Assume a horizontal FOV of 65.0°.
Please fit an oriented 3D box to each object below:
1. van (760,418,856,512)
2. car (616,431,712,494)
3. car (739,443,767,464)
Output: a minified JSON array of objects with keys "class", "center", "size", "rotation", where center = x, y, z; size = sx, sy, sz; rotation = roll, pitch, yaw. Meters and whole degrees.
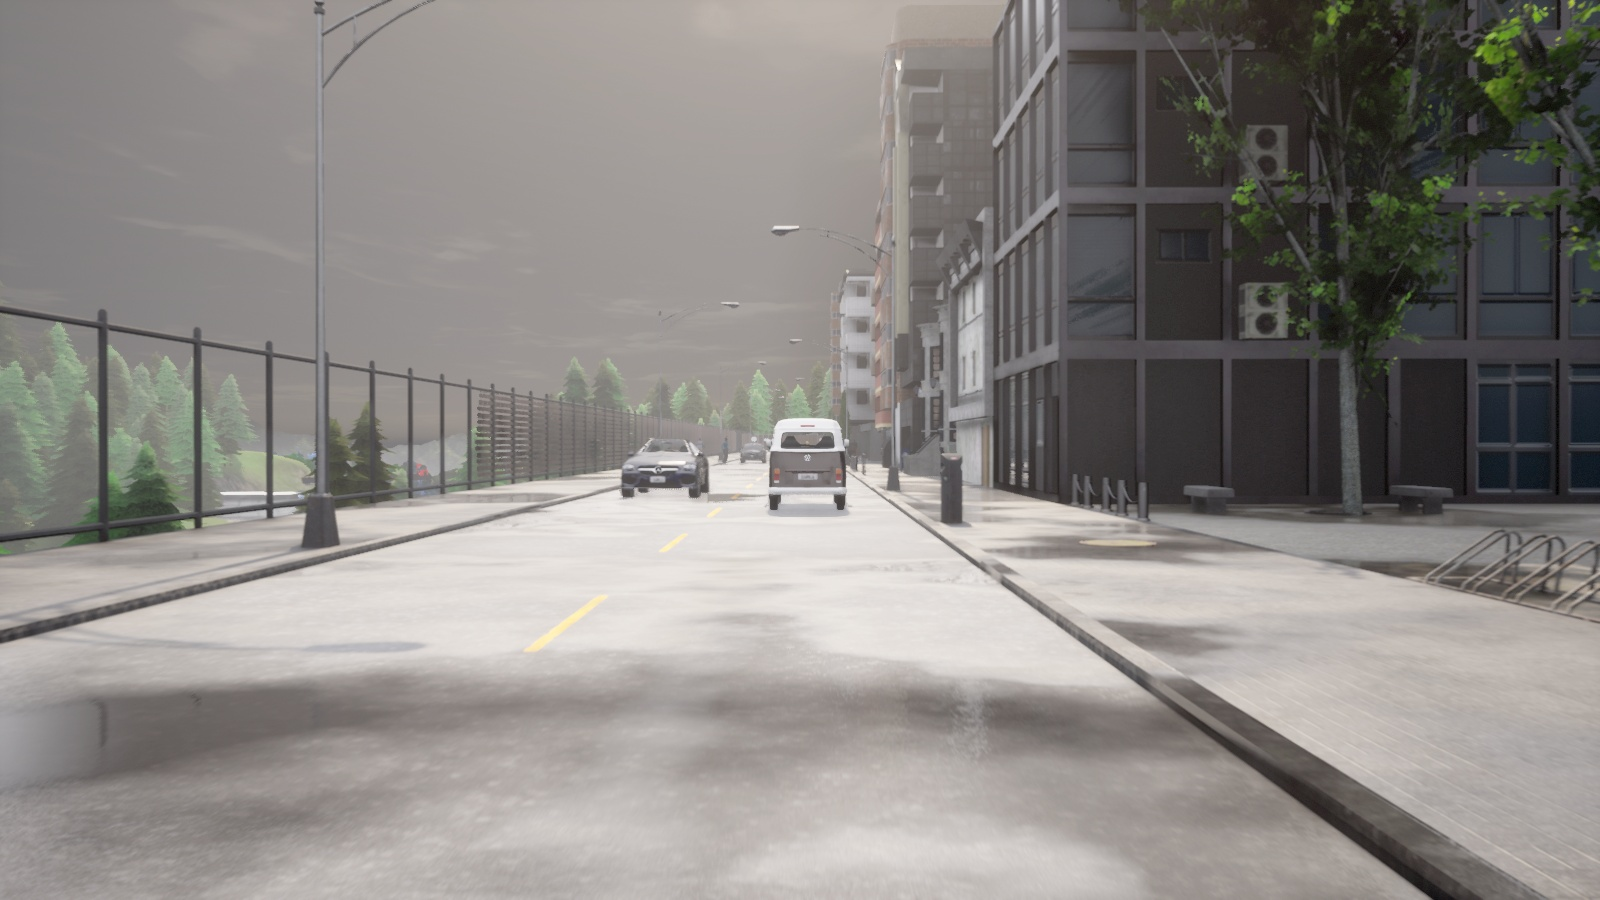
[{"class":"van","center":[0.179,0.304,29.416],"size":[2.069,2.038,4.480],"rotation":[0,0,0]},{"class":"car","center":[-3.784,0.320,35.833],"size":[2.152,1.651,5.027],"rotation":[0,0,0]},{"class":"car","center":[-3.465,0.223,93.214],"size":[1.837,1.490,4.892],"rotation":[0,0,0]}]
